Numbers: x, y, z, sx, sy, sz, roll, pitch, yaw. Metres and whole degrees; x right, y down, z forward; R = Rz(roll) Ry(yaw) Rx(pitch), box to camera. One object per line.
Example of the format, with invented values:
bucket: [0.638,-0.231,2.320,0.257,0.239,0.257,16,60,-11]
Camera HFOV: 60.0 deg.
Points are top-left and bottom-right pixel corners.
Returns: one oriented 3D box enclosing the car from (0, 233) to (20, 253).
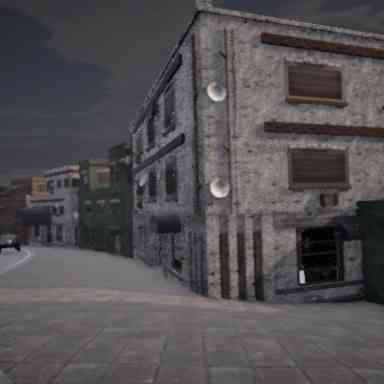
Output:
car: [-21.360,5.857,38.631,2.150,2.045,5.566,-1,-6,-33]
